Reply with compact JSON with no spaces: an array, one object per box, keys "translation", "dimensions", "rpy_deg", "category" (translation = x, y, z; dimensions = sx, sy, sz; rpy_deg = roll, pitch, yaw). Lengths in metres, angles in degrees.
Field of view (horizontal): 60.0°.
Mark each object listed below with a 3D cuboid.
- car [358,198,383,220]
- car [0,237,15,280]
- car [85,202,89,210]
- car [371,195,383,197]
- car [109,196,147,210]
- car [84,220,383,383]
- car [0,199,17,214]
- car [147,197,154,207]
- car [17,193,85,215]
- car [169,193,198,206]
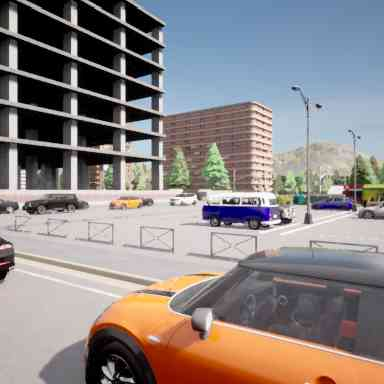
[{"translation":[14.579,1.395,24.826],"dimensions":[3.806,1.475,1.970],"rpy_deg":[0,0,36],"category":"car"},{"translation":[-6.511,1.492,8.588],"dimensions":[4.902,1.511,2.128],"rpy_deg":[0,0,35],"category":"car"},{"translation":[-14.448,1.508,39.876],"dimensions":[1.994,1.385,4.181],"rpy_deg":[0,0,35],"category":"car"},{"translation":[17.786,1.153,29.391],"dimensions":[4.605,1.855,1.932],"rpy_deg":[0,0,36],"category":"car"},{"translation":[-8.406,1.297,42.361],"dimensions":[2.097,1.767,4.553],"rpy_deg":[0,0,35],"category":"car"},{"translation":[1.002,1.352,3.274],"dimensions":[4.553,1.767,2.097],"rpy_deg":[0,0,35],"category":"car"},{"translation":[-19.590,1.436,32.602],"dimensions":[2.128,1.511,4.902],"rpy_deg":[0,0,36],"category":"car"},{"translation":[-7.762,1.435,49.339],"dimensions":[2.128,1.511,4.902],"rpy_deg":[0,0,35],"category":"car"},{"translation":[-14.284,1.166,34.033],"dimensions":[2.150,2.045,5.566],"rpy_deg":[0,0,35],"category":"car"},{"translation":[-1.336,1.163,52.349],"dimensions":[2.150,2.045,5.566],"rpy_deg":[0,0,35],"category":"car"}]
